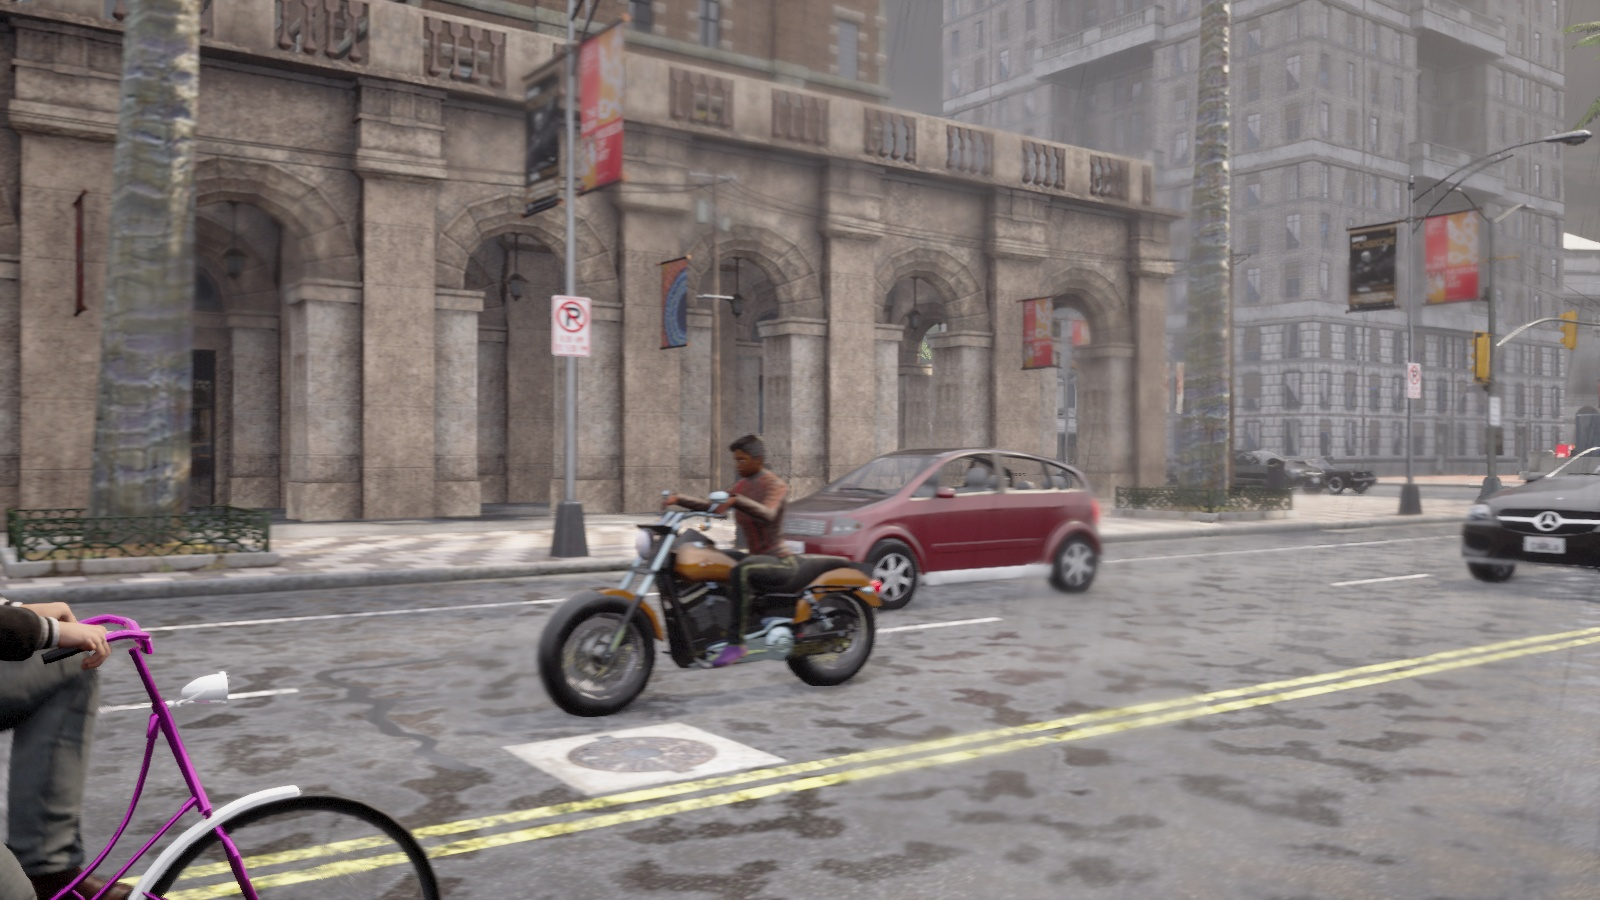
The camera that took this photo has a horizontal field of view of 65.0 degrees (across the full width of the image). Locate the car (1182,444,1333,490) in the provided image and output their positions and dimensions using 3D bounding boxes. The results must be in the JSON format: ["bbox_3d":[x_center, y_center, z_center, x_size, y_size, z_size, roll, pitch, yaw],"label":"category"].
[{"bbox_3d":[17.210,0.603,47.473,2.152,1.651,5.027,0,0,-35],"label":"car"}]

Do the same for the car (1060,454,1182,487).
[{"bbox_3d":[14.570,0.902,57.323,2.033,1.411,5.357,0,0,-35],"label":"car"}]

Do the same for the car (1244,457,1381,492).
[{"bbox_3d":[20.114,0.924,49.458,1.895,1.301,4.718,0,0,-35],"label":"car"}]

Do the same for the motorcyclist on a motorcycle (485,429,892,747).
[{"bbox_3d":[-0.608,0.715,7.504,2.350,1.649,0.766,0,0,-35],"label":"motorcyclist on a motorcycle"}]

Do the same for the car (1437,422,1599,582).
[{"bbox_3d":[9.952,0.539,14.896,5.027,1.651,2.152,0,0,-35],"label":"car"}]

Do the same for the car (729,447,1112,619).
[{"bbox_3d":[1.310,0.753,13.115,3.705,1.549,1.789,0,0,-35],"label":"car"}]

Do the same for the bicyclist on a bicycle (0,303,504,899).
[{"bbox_3d":[-1.605,0.625,2.540,1.843,1.776,0.659,0,0,-35],"label":"bicyclist on a bicycle"}]
